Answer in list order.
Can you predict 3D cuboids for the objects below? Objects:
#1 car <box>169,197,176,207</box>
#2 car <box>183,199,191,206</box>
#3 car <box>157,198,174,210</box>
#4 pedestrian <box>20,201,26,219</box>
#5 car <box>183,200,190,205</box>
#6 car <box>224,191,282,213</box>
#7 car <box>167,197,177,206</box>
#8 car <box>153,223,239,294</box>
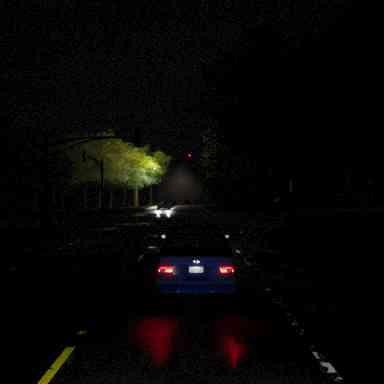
[{"bbox_3d":[-4.355,1.905,58.875,2.097,1.767,4.553,0,-1,-1],"label":"car"},{"bbox_3d":[-1.269,2.528,80.553,1.837,1.490,4.892,0,-2,-1],"label":"car"},{"bbox_3d":[-4.170,1.996,49.771,1.895,1.301,4.718,0,-1,-1],"label":"car"},{"bbox_3d":[-18.091,1.915,35.611,0.375,1.860,0.375,0,1,2],"label":"pedestrian"},{"bbox_3d":[-1.503,2.955,90.944,1.895,1.301,4.718,0,-2,-1],"label":"car"},{"bbox_3d":[5.981,0.959,32.926,5.566,2.045,2.150,-3,0,29],"label":"car"},{"bbox_3d":[-4.741,2.219,79.285,2.150,2.045,5.566,0,-1,-1],"label":"car"},{"bbox_3d":[0.089,1.549,8.940,2.033,1.411,5.357,0,0,0],"label":"car"}]
